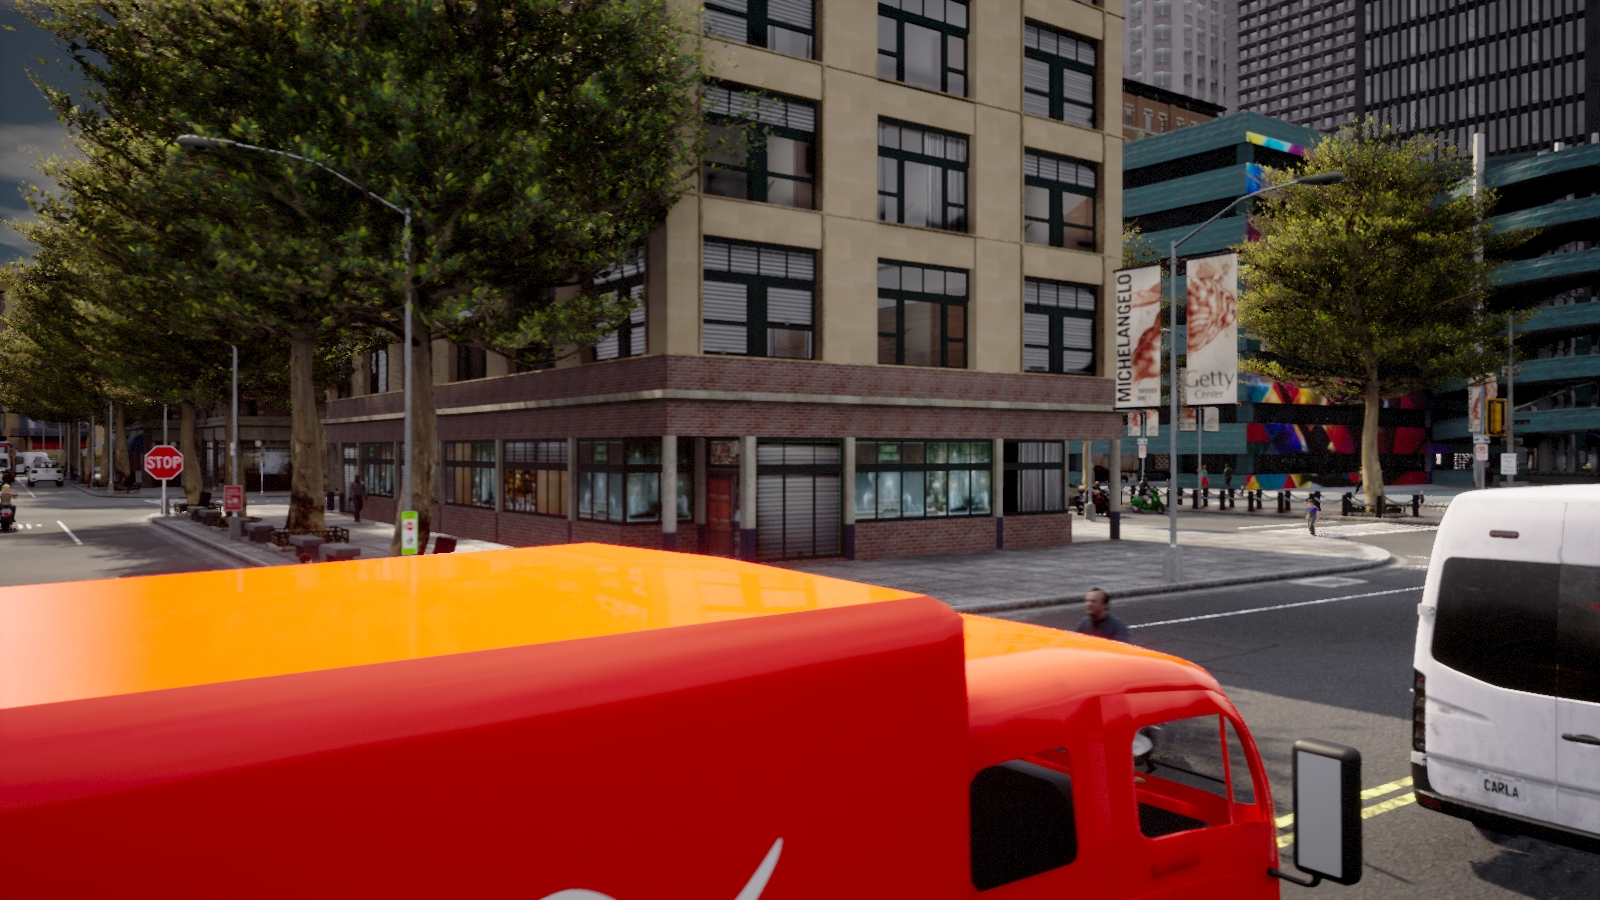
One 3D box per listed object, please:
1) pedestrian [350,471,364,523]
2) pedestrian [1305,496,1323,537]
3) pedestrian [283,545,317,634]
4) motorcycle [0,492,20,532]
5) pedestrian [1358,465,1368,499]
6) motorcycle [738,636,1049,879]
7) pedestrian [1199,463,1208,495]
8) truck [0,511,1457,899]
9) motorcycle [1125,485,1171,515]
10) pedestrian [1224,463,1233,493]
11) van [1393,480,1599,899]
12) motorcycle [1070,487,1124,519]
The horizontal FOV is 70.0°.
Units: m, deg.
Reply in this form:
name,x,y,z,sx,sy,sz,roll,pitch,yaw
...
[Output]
name,x,y,z,sx,sy,sz,roll,pitch,yaw
pedestrian,-16.190,1.705,41.755,0.375,1.860,0.375,0,0,-36
pedestrian,16.664,2.155,37.064,0.375,1.300,0.375,0,0,-27
pedestrian,-7.668,2.133,17.519,0.375,1.300,0.375,0,0,-40
motorcycle,-28.073,2.171,40.382,0.764,1.277,2.356,0,0,-35
pedestrian,30.708,1.742,62.336,0.375,1.860,0.375,0,0,-30
motorcycle,0.742,2.174,8.477,2.356,1.277,0.764,0,0,-35
pedestrian,24.299,1.741,68.815,0.375,1.860,0.375,0,0,-28
truck,-0.790,1.582,3.238,5.204,2.467,2.627,-1,1,-35
motorcycle,15.421,2.213,50.715,0.856,1.236,1.805,0,0,-35
pedestrian,26.618,1.743,71.012,0.375,1.860,0.375,0,0,-24
van,7.078,1.544,8.761,5.915,2.561,1.988,0,0,-35
motorcycle,12.620,2.234,48.639,0.867,1.251,2.209,0,0,-35
